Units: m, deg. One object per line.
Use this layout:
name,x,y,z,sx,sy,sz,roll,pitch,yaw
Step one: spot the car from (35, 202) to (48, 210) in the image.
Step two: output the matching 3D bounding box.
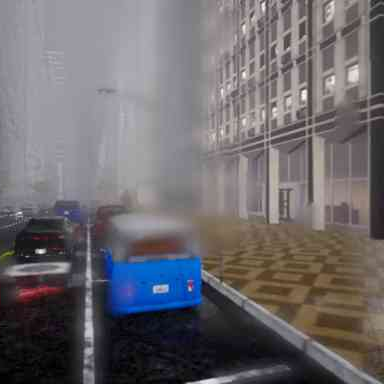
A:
car,-17.279,2.218,40.199,1.994,1.385,4.181,0,-1,-17

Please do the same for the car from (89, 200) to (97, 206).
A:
car,-24.806,2.753,83.433,1.967,1.590,4.097,0,-1,-17

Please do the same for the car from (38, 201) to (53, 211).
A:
car,-26.030,2.402,59.236,1.967,1.590,4.097,0,-1,-17

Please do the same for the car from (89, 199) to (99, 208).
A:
car,-21.420,2.458,72.586,2.192,1.841,5.009,0,-1,-17

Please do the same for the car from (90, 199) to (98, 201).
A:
car,-19.726,2.373,67.160,2.192,1.841,5.009,0,-1,-17

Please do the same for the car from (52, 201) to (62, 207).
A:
car,-32.804,2.868,80.934,1.947,1.339,4.313,0,-1,-17

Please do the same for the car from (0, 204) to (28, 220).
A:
car,-17.559,2.086,32.112,2.008,1.369,4.403,0,-1,-17

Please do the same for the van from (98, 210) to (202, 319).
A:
van,-1.093,1.458,7.488,1.690,1.788,3.998,-1,-1,-17

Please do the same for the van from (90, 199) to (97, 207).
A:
van,-23.113,2.569,78.009,1.690,1.788,3.998,0,-1,-17

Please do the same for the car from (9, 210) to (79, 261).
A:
car,-5.695,1.725,13.307,1.837,1.490,4.892,0,0,-17

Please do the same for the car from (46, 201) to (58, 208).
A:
car,-29.366,2.655,69.923,1.752,1.417,4.829,0,-1,-17

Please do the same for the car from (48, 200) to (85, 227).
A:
car,-9.903,1.655,26.743,2.150,2.045,5.566,0,-1,-17

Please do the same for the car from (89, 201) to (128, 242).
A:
car,-4.481,1.603,18.338,2.192,1.841,5.009,-1,-1,-17

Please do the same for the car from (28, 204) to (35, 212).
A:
car,-20.947,2.257,42.961,2.008,1.369,4.403,0,-1,-17
